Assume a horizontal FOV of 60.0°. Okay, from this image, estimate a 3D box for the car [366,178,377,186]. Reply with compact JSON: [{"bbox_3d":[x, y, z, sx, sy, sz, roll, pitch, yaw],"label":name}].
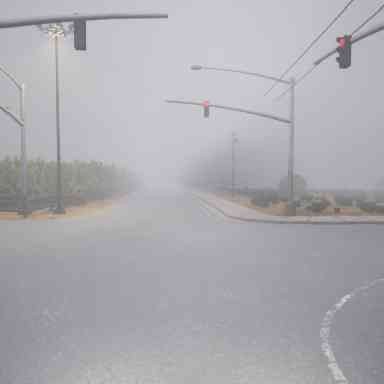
[{"bbox_3d":[42.112,-2.324,77.653,1.905,1.878,3.866,10,10,41],"label":"car"}]
